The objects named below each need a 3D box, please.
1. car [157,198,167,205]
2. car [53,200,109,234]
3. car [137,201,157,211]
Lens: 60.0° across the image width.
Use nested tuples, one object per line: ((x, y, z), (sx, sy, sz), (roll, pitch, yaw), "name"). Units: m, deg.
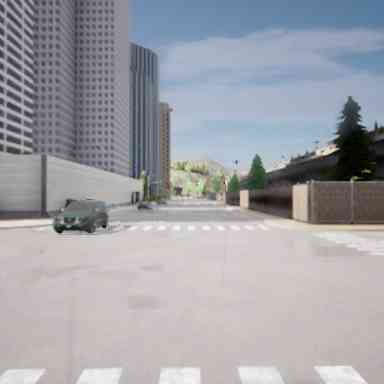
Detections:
((-6.981, 2.119, 76.873), (2.097, 1.767, 4.553), (0, -1, 0), "car")
((-6.996, 1.605, 21.654), (2.150, 2.045, 5.566), (0, 0, 0), "car")
((-6.989, 2.060, 49.778), (2.033, 1.411, 5.357), (0, 0, 0), "car")
